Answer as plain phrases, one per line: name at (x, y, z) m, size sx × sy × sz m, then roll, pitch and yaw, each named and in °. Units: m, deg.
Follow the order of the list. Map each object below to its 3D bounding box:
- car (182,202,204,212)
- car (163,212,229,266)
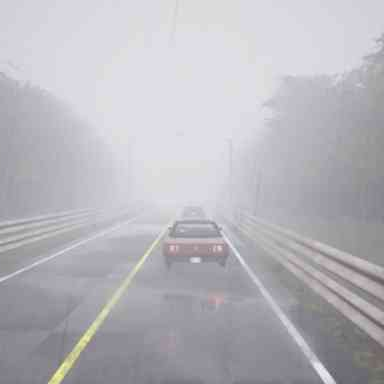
car at (0.124, 1.578, 29.268) m, size 1.812 × 1.442 × 4.674 m, roll 0°, pitch 0°, yaw 0°
car at (0.108, 1.605, 11.493) m, size 1.895 × 1.301 × 4.718 m, roll 0°, pitch 0°, yaw 0°
